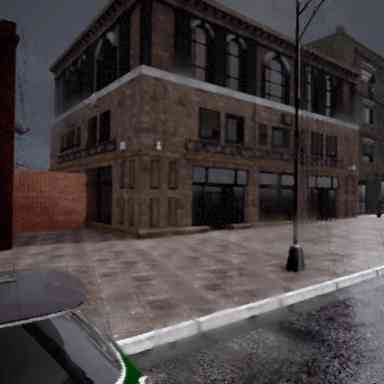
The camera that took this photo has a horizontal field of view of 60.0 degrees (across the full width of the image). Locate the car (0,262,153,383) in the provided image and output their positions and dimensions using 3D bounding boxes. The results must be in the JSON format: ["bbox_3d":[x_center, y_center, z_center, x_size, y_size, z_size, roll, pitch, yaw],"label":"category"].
[{"bbox_3d":[-2.356,1.356,1.417,4.553,1.767,2.097,0,0,-36],"label":"car"}]
